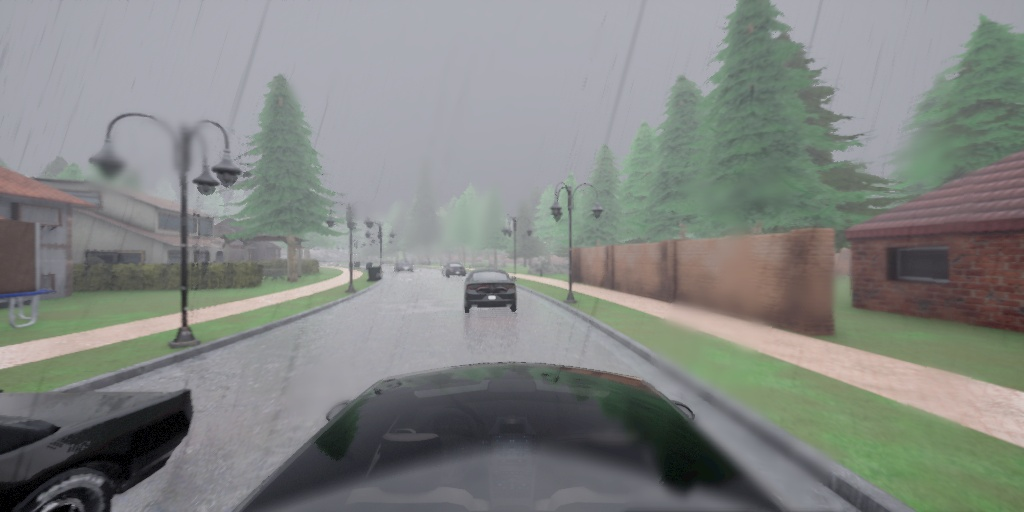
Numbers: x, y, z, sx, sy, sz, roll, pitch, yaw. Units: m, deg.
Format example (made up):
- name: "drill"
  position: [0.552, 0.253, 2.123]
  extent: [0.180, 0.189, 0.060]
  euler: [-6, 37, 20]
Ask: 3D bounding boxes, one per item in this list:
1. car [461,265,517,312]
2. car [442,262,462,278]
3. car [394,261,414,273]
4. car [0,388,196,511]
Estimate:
- name: "car"
  position: [-0.972, 1.240, 14.424]
  extent: [1.882, 1.535, 5.008]
  euler: [0, 0, -7]
- name: "car"
  position: [-5.574, 1.320, 34.388]
  extent: [1.812, 1.442, 4.674]
  euler: [0, 0, -18]
- name: "car"
  position: [-13.397, 1.327, 44.380]
  extent: [2.128, 1.511, 4.902]
  euler: [0, 0, -24]
- name: "car"
  position: [-3.693, 1.367, 0.860]
  extent: [1.895, 1.301, 4.718]
  euler: [0, 0, 0]
